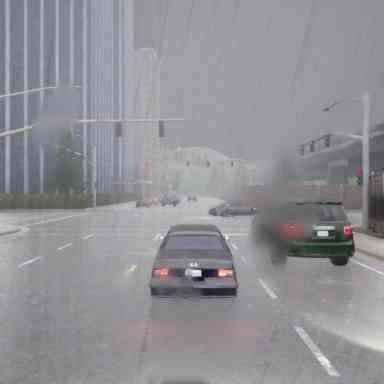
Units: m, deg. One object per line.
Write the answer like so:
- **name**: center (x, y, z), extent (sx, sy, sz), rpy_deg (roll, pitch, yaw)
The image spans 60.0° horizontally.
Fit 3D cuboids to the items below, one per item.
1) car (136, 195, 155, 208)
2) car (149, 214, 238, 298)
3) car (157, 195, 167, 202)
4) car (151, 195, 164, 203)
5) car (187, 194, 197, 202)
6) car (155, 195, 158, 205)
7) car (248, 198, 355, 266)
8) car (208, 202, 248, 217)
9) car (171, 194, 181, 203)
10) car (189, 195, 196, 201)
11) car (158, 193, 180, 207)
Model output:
- **car**: center (-7.077, 1.504, 48.923), extent (1.837, 1.490, 4.892), rpy_deg (0, 0, 0)
- **car**: center (0.057, 1.547, 8.664), extent (2.033, 1.411, 5.357), rpy_deg (0, 0, 1)
- **car**: center (-6.976, 1.516, 78.290), extent (1.812, 1.442, 4.674), rpy_deg (0, 0, 0)
- **car**: center (-6.992, 1.491, 68.052), extent (2.128, 1.511, 4.902), rpy_deg (0, 0, 0)
- **car**: center (0.024, 1.355, 77.959), extent (2.097, 1.767, 4.553), rpy_deg (0, 0, 0)
- **car**: center (-7.061, 1.352, 58.115), extent (2.097, 1.767, 4.553), rpy_deg (0, 0, 0)
- **car**: center (3.575, 1.221, 11.697), extent (2.150, 2.045, 5.566), rpy_deg (0, 0, 1)
- **car**: center (3.546, 1.587, 30.215), extent (4.181, 1.385, 1.994), rpy_deg (0, 0, -26)
- **car**: center (-3.478, 1.355, 72.579), extent (2.097, 1.767, 4.553), rpy_deg (0, 0, 0)
- **car**: center (0.027, 1.500, 88.927), extent (1.837, 1.490, 4.892), rpy_deg (0, 0, 0)
- **car**: center (-3.572, 1.221, 52.851), extent (2.150, 2.045, 5.566), rpy_deg (0, 0, 0)
